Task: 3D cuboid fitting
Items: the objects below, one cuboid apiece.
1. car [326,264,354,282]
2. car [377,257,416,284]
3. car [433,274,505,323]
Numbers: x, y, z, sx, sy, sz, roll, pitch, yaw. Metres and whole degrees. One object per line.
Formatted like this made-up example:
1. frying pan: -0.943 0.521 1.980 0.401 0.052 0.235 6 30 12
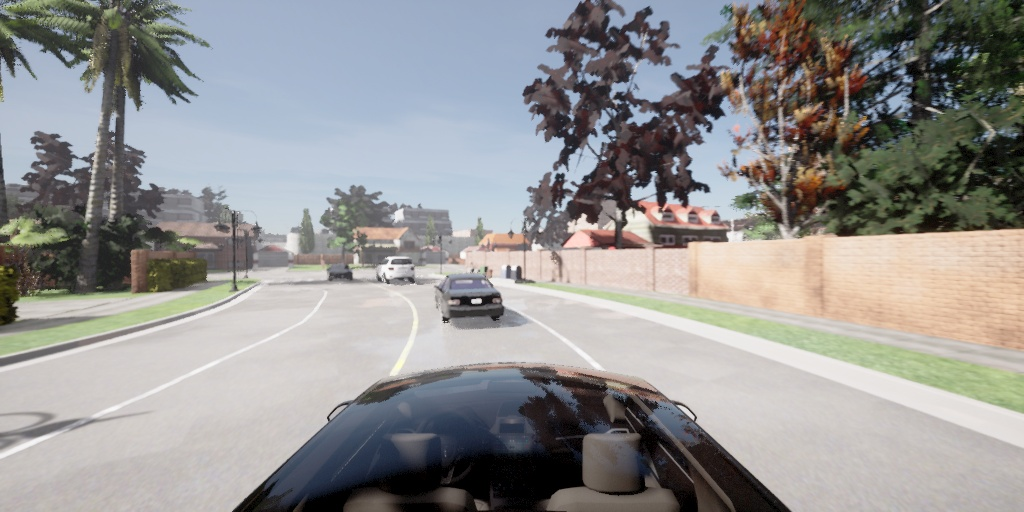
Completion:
1. car: -15.294 1.442 31.882 1.837 1.490 4.892 -1 0 -30
2. car: -9.336 1.090 28.695 2.150 2.045 5.566 -1 0 -29
3. car: -1.656 1.325 12.472 2.033 1.411 5.357 0 0 -15
